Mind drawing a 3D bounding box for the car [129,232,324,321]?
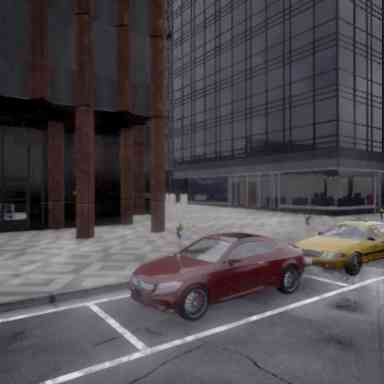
[{"bbox_3d":[0.738,1.566,7.177,4.206,1.307,1.802,0,0,-36],"label":"car"}]

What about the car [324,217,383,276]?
[{"bbox_3d":[5.026,1.492,10.237,4.829,1.417,1.752,0,0,-36],"label":"car"}]
